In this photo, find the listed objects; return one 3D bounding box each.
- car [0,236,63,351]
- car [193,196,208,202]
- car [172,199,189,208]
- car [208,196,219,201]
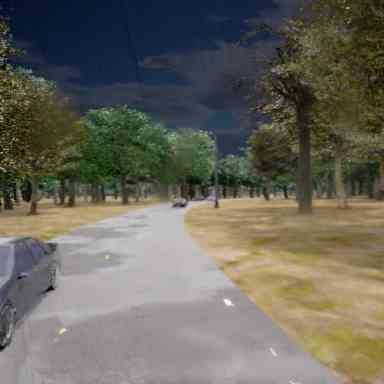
[{"bbox_3d":[-3.869,1.616,6.356,2.033,1.411,5.357,-1,0,-10],"label":"car"},{"bbox_3d":[1.695,1.679,79.795,1.895,1.301,4.718,-1,0,16],"label":"car"},{"bbox_3d":[-1.614,1.654,48.910,1.895,1.301,4.718,-1,0,6],"label":"car"},{"bbox_3d":[5.231,1.631,81.038,1.895,1.301,4.718,-1,0,18],"label":"car"}]
